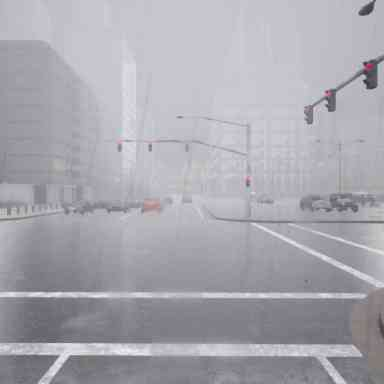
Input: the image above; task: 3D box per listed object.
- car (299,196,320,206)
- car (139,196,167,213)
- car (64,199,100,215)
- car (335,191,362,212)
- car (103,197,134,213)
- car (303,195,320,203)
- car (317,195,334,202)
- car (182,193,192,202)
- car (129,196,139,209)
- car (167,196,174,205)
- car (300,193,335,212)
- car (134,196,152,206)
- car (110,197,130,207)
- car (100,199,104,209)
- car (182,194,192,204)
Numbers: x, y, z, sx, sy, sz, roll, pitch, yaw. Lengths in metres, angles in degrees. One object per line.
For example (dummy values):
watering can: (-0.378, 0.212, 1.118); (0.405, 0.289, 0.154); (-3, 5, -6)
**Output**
car: (18.731, 1.395, 53.123); (1.970, 1.475, 3.806); (0, 0, 0)
car: (-4.323, 1.352, 37.528); (2.097, 1.767, 4.553); (0, 0, 0)
car: (-11.471, 1.492, 34.097); (2.128, 1.511, 4.902); (0, 0, 0)
car: (16.064, 1.156, 35.650); (1.905, 1.878, 3.866); (0, 0, 0)
car: (-7.986, 1.564, 36.691); (1.994, 1.385, 4.181); (0, 0, 0)
car: (24.466, 1.395, 68.238); (1.970, 1.475, 3.806); (0, 0, 0)
car: (27.361, 1.364, 68.243); (1.784, 1.438, 3.905); (0, 0, 0)
car: (-1.101, 1.181, 74.352); (2.097, 1.767, 4.553); (0, 0, 0)
car: (-8.034, 1.352, 45.393); (2.097, 1.767, 4.553); (0, 0, 0)
car: (-4.424, 1.504, 60.829); (1.837, 1.490, 4.892); (0, 0, 0)
car: (13.169, 1.153, 35.698); (1.932, 1.855, 4.605); (0, 0, 0)
car: (-8.080, 1.491, 55.277); (2.128, 1.511, 4.902); (0, 0, 0)
car: (-11.576, 1.547, 53.905); (2.033, 1.411, 5.357); (0, 0, 0)
car: (-11.524, 1.601, 43.365); (1.895, 1.301, 4.718); (0, 0, 0)
car: (-1.051, 1.601, 65.624); (1.895, 1.301, 4.718); (0, 0, 0)
